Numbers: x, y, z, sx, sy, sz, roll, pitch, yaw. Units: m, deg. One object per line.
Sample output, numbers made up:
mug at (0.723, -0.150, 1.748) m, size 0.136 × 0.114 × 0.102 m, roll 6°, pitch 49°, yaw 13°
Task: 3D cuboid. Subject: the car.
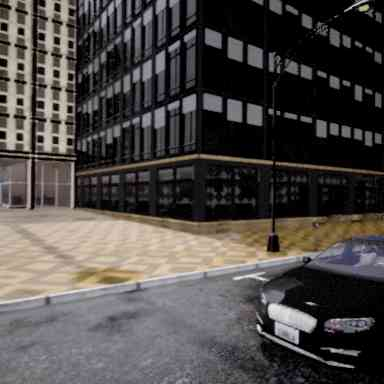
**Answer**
car at (3.202, 1.554, 5.650) m, size 4.902 × 1.511 × 2.128 m, roll 1°, pitch -1°, yaw -35°
